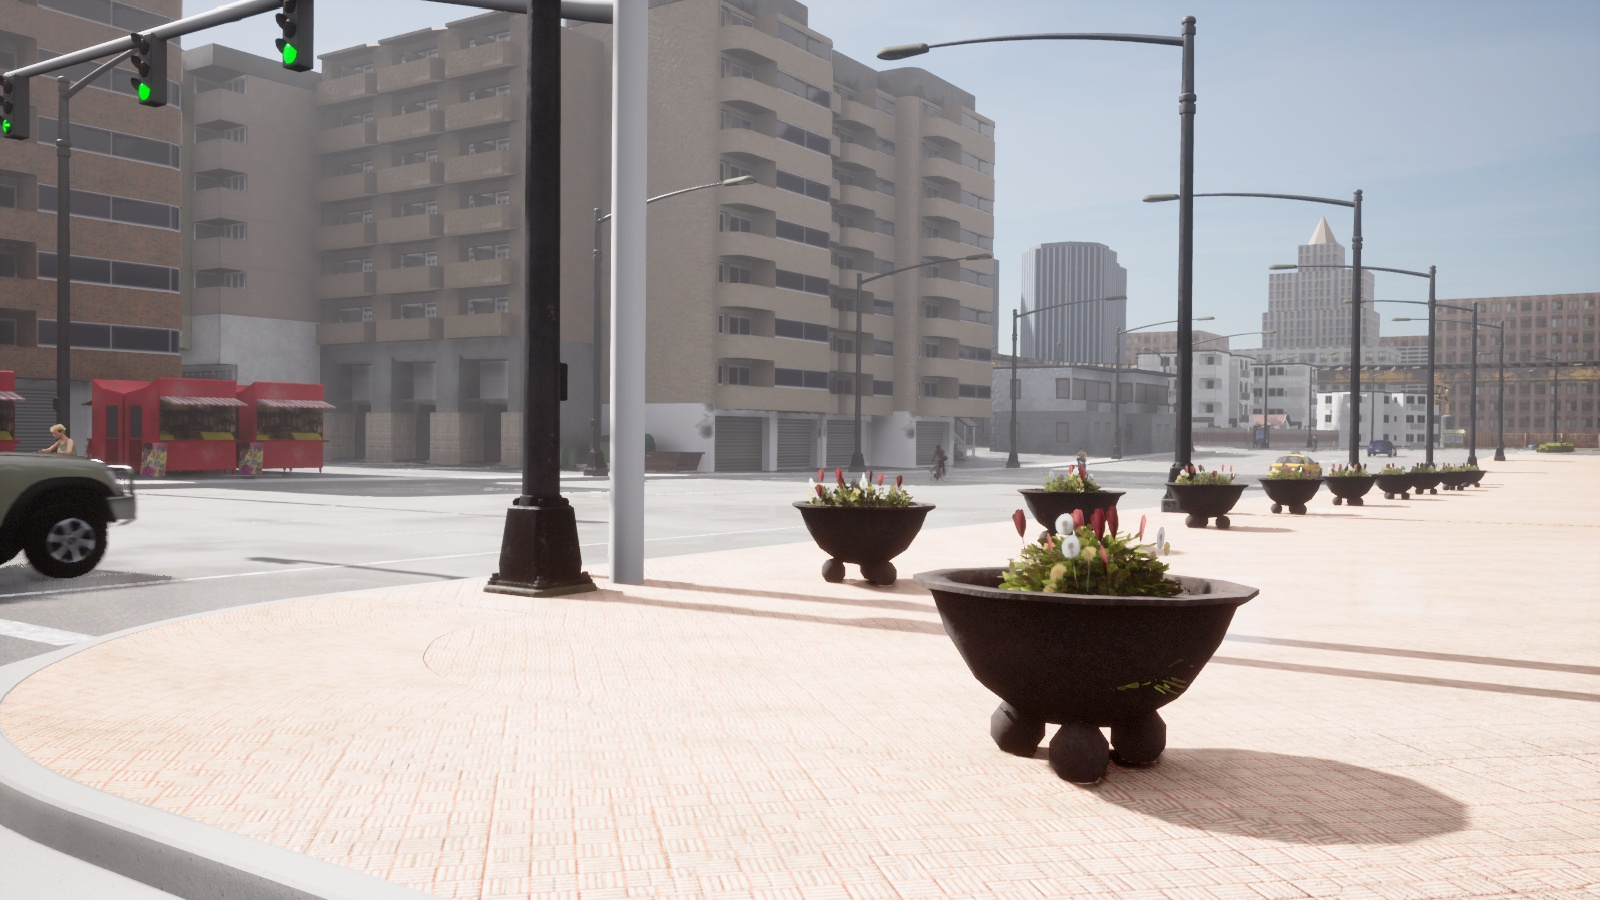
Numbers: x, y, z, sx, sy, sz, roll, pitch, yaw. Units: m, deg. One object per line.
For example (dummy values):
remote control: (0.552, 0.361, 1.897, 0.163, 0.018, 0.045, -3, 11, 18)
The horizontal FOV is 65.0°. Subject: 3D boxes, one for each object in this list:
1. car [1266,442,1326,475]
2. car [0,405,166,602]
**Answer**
car: (25.158, 0.420, 63.611, 1.801, 1.575, 5.366, 0, 1, 33)
car: (-8.715, 0.508, 11.752, 1.932, 1.855, 4.605, 0, 1, 33)
